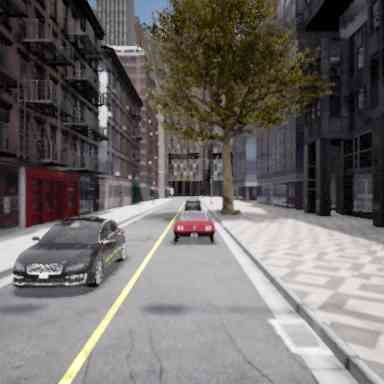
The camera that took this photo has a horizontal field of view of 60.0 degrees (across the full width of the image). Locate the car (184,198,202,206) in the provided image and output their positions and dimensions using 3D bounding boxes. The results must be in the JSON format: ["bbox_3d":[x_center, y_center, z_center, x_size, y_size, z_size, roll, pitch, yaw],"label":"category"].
[{"bbox_3d":[0.108,1.472,39.446,2.128,1.511,4.902,0,0,0],"label":"car"}]

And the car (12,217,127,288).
[{"bbox_3d":[-3.098,1.510,9.371,1.837,1.490,4.892,0,0,0],"label":"car"}]

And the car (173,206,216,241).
[{"bbox_3d":[0.103,1.609,16.747,1.895,1.301,4.718,0,0,0],"label":"car"}]
